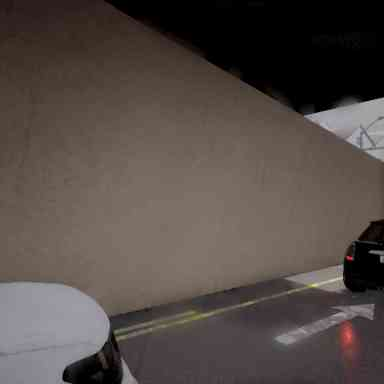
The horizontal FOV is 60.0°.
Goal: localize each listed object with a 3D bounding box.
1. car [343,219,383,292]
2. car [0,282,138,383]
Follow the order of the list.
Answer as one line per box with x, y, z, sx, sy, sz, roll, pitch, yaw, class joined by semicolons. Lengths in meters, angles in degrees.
5.556;1.352;7.726;4.553;1.767;2.097;0;0;-36;car
-3.039;1.221;1.620;5.566;2.045;2.150;0;0;-36;car
